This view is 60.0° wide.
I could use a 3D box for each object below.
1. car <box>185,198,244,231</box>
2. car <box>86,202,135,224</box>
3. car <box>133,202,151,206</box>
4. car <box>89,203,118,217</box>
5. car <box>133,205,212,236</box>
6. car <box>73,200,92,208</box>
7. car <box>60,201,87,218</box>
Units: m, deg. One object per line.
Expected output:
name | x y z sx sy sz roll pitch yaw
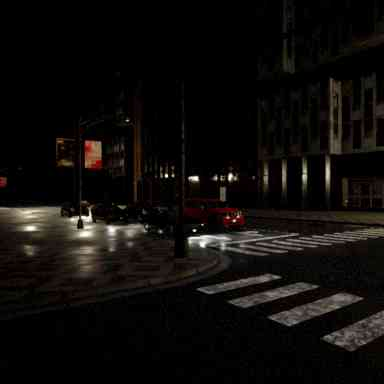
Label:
car | 1.074 1.455 22.822 2.150 2.045 5.566 0 -1 -34
car | -7.101 1.855 28.616 1.882 1.535 5.008 0 -1 -36
car | -4.582 1.716 30.686 2.097 1.767 4.553 0 -1 -36
car | -10.365 2.024 38.771 1.812 1.442 4.674 0 -1 -35
car | -1.411 1.793 20.665 2.033 1.411 5.357 0 -1 -36
car | -21.964 2.406 66.459 2.033 1.411 5.357 0 -1 -36
car | -13.012 1.867 36.887 2.097 1.767 4.553 0 -1 -35
